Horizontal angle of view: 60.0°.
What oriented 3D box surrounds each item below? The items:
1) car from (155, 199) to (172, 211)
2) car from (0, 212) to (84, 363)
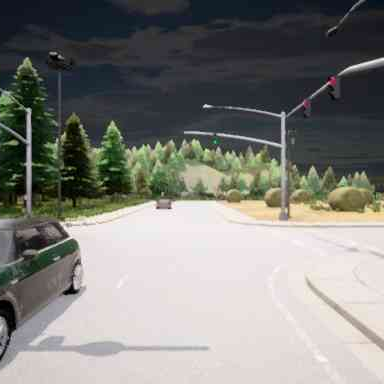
[{"bbox_3d":[-3.494,1.596,42.093,1.812,1.442,4.674,0,1,0],"label":"car"},{"bbox_3d":[-3.507,1.294,5.649,2.097,1.767,4.553,0,0,0],"label":"car"}]
